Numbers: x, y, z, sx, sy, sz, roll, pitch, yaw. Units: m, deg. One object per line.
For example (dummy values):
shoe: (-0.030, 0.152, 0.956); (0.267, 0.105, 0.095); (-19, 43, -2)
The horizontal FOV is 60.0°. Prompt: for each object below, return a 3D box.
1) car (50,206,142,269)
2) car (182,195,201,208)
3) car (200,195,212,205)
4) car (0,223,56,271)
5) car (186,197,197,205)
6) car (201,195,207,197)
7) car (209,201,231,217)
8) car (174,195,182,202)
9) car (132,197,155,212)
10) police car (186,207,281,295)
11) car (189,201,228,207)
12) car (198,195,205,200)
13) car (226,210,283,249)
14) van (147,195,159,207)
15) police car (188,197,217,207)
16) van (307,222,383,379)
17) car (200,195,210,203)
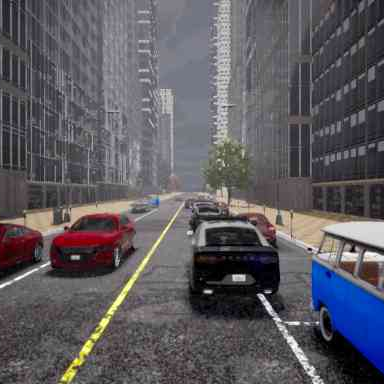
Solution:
car: (-3.118, 1.477, 11.399); (1.882, 1.535, 5.008); (0, 0, 0)
car: (-0.069, 1.517, 46.397); (1.812, 1.442, 4.674); (0, 0, 0)
car: (2.585, 1.412, 60.689); (1.967, 1.590, 4.097); (0, 0, 0)
car: (-5.706, 1.582, 9.444); (1.802, 1.307, 4.206); (0, 0, 0)
car: (-0.106, 1.573, 60.386); (1.895, 1.301, 4.718); (0, 0, 0)
car: (2.605, 1.539, 49.304); (2.008, 1.369, 4.403); (0, 0, 0)
car: (2.635, 1.582, 32.226); (1.802, 1.307, 4.206); (0, 0, 0)
car: (-3.135, 1.494, 76.051); (2.033, 1.411, 5.357); (0, 0, 0)
car: (-5.756, 1.549, 37.907); (2.008, 1.369, 4.403); (0, 0, 0)
police car: (0.886, 1.425, 8.890); (1.930, 1.638, 5.238); (0, 0, 0)
car: (0.868, 1.505, 18.780); (1.837, 1.490, 4.892); (0, 0, 0)
car: (2.534, 1.465, 89.151); (1.887, 1.381, 4.507); (0, 0, 0)
car: (2.665, 1.582, 15.148); (1.802, 1.307, 4.206); (0, 0, 0)
van: (-5.776, 1.330, 49.292); (1.690, 1.788, 3.998); (0, 0, 0)
police car: (0.858, 1.425, 24.890); (1.930, 1.638, 5.238); (0, 0, 0)
van: (2.685, 1.341, 3.765); (1.690, 1.788, 3.998); (0, 0, 0)
car: (2.574, 1.403, 66.381); (1.967, 1.590, 4.097); (0, 0, 0)
